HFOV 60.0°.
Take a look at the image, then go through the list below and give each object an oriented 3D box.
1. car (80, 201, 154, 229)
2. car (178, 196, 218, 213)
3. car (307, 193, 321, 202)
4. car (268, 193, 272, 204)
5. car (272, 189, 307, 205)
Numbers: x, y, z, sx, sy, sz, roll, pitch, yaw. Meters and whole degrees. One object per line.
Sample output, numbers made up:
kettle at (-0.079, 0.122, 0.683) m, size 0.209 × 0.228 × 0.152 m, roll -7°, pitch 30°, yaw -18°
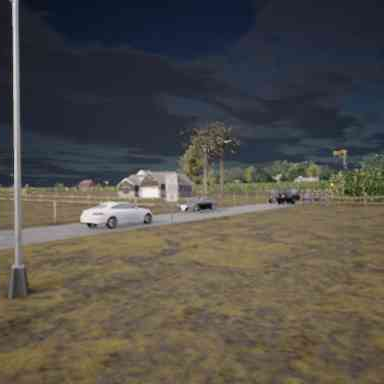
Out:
car at (-4.245, 1.265, 19.325) m, size 1.812 × 1.442 × 4.674 m, roll -2°, pitch 0°, yaw 35°
car at (0.607, 1.160, 31.413) m, size 2.128 × 1.511 × 4.902 m, roll -2°, pitch 0°, yaw 35°
car at (18.996, 0.801, 53.141) m, size 2.033 × 1.411 × 5.357 m, roll -2°, pitch 0°, yaw 35°
car at (13.260, 0.615, 49.669) m, size 2.150 × 2.045 × 5.566 m, roll -2°, pitch 0°, yaw 35°
car at (13.186, 0.603, 44.620) m, size 2.150 × 2.045 × 5.566 m, roll -2°, pitch 0°, yaw 36°
